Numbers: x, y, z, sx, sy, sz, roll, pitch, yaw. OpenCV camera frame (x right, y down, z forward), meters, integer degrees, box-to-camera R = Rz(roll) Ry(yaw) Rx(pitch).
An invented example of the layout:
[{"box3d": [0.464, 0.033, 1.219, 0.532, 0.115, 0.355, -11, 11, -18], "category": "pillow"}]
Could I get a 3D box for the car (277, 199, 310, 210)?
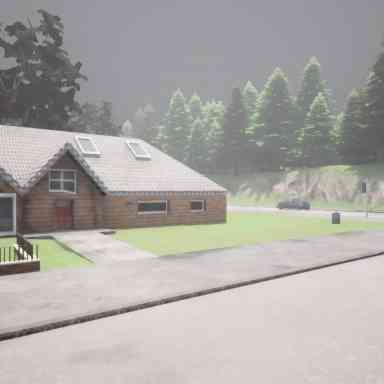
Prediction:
[{"box3d": [12.836, 1.564, 42.223, 1.994, 1.385, 4.181, 0, 0, -35], "category": "car"}]
